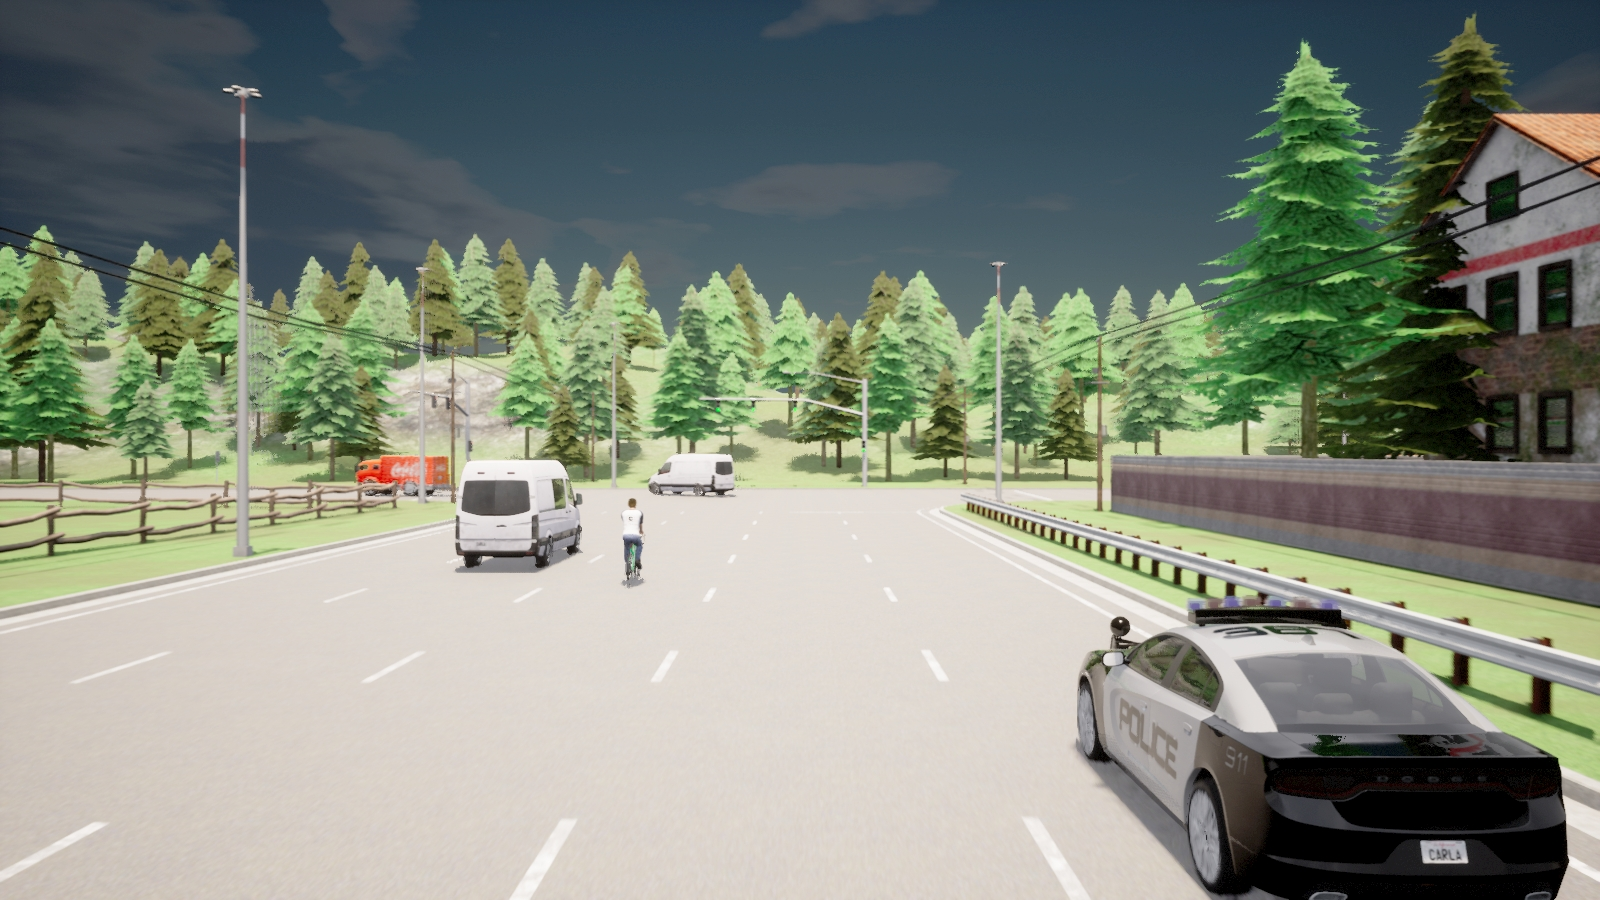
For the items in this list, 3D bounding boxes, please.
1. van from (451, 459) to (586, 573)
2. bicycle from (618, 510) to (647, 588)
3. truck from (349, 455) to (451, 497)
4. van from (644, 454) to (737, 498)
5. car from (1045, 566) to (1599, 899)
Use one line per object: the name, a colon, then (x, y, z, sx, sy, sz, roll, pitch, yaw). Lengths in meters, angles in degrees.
van: (-6.992, 1.534, 29.117, 1.988, 2.561, 5.915, 0, 0, 0)
bicycle: (-3.498, 2.056, 23.991, 0.373, 1.496, 1.643, 0, 0, 0)
truck: (-24.279, 1.569, 69.492, 5.204, 2.467, 2.627, 0, 0, 8)
van: (-6.783, 1.534, 70.094, 5.915, 2.561, 1.988, 0, 0, 38)
car: (3.501, 1.982, 8.796, 2.097, 1.638, 5.238, 0, 0, 0)
